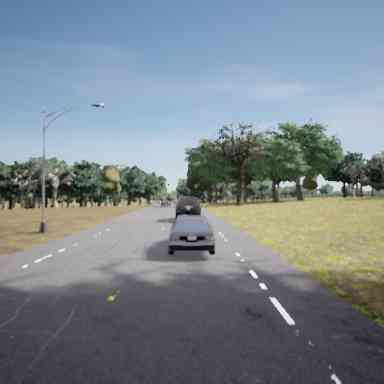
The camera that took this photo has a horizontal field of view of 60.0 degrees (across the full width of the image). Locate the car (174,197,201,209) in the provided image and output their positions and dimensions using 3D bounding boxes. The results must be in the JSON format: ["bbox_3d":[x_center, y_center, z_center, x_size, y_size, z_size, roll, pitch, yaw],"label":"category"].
[{"bbox_3d":[-0.372,1.433,29.114,2.150,2.045,5.566,0,0,-2],"label":"car"}]

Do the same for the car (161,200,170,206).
[{"bbox_3d":[-5.674,2.370,71.730,1.994,1.385,4.181,0,-1,-2],"label":"car"}]

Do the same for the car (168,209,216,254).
[{"bbox_3d":[-0.020,1.668,14.035,2.033,1.411,5.357,0,0,0],"label":"car"}]
